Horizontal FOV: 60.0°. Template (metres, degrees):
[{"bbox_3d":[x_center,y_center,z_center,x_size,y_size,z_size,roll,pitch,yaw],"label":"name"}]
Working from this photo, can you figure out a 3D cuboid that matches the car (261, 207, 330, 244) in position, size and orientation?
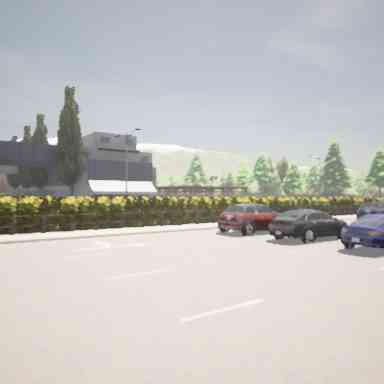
[{"bbox_3d":[5.958,1.644,16.713,4.892,1.490,1.837,0,0,-35],"label":"car"}]

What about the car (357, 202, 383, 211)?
[{"bbox_3d":[15.959,1.625,28.145,4.553,1.767,2.097,1,-1,-35],"label":"car"}]

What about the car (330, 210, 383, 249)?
[{"bbox_3d":[8.071,1.663,13.920,4.674,1.442,1.812,0,0,-35],"label":"car"}]

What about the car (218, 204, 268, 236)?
[{"bbox_3d":[3.744,1.484,19.435,4.553,1.767,2.097,1,-1,-35],"label":"car"}]
